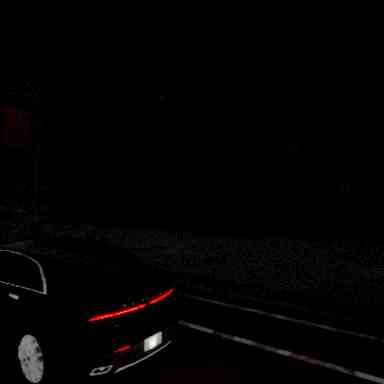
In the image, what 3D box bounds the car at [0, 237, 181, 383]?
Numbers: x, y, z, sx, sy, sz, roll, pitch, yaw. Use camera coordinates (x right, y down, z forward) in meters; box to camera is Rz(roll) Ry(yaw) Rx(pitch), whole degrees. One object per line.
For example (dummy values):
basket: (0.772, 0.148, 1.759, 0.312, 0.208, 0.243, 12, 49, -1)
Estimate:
car: (-2.428, 1.491, 5.295, 4.892, 1.490, 1.837, 0, 0, 36)
